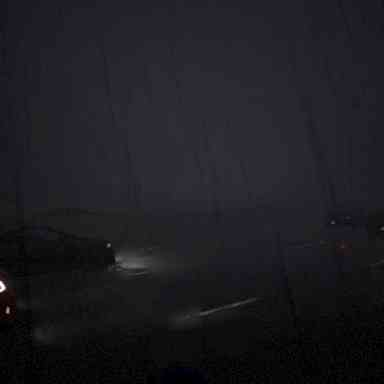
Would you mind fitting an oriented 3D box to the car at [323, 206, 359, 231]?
[{"bbox_3d":[9.900,1.576,20.765,4.674,1.442,1.812,0,0,-41],"label":"car"}]

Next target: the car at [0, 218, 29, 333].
[{"bbox_3d":[-4.974,1.376,4.583,4.553,1.767,2.097,0,0,-35],"label":"car"}]

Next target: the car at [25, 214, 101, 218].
[{"bbox_3d":[-7.804,1.626,20.003,5.357,1.411,2.033,0,0,-37],"label":"car"}]

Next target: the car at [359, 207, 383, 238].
[{"bbox_3d":[10.564,1.514,16.705,5.008,1.535,1.882,0,0,-40],"label":"car"}]

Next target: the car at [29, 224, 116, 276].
[{"bbox_3d":[-4.317,1.603,9.374,4.181,1.385,1.994,0,0,-36],"label":"car"}]

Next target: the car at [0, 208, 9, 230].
[{"bbox_3d":[-13.789,1.690,19.927,4.718,1.301,1.895,0,0,-35],"label":"car"}]
